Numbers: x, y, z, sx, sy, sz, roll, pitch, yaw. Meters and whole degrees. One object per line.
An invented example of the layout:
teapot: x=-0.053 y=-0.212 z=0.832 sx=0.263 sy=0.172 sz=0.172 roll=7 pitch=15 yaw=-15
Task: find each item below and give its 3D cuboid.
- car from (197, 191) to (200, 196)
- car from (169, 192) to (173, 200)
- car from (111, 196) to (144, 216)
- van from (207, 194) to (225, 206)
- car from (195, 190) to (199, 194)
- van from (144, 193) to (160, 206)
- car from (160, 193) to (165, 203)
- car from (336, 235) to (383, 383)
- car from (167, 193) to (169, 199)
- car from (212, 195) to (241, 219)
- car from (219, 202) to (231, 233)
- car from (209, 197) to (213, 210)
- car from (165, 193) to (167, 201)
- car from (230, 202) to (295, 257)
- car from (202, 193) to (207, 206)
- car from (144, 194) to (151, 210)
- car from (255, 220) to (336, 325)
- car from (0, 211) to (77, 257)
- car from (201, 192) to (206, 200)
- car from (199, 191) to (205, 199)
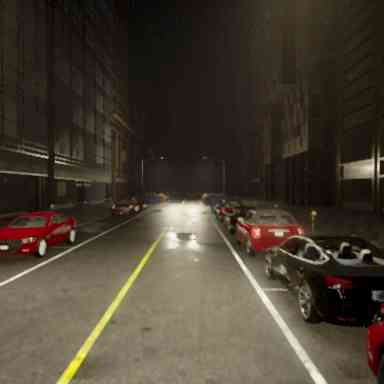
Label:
car: x=2.730 y=0.919 z=79.692 sx=1.887 sy=1.381 sz=4.507 roll=0 pitch=0 yaw=0
car: x=-5.794 y=0.859 z=74.080 sx=1.967 sy=1.590 sz=4.097 roll=0 pitch=0 yaw=0
car: x=-5.777 y=1.209 z=29.263 sx=1.967 sy=1.590 sz=4.097 roll=0 pitch=0 yaw=0
van: x=2.746 y=1.065 z=34.877 sx=1.690 sy=1.788 sz=3.998 roll=0 pitch=0 yaw=0
car: x=2.725 y=0.602 z=90.894 sx=2.192 sy=1.841 sz=5.009 roll=0 pitch=0 yaw=0
van: x=-5.783 y=0.978 z=46.069 sx=1.690 sy=1.788 sz=3.998 roll=0 pitch=0 yaw=0
car: x=-5.785 y=1.138 z=51.672 sx=1.887 sy=1.381 sz=4.507 roll=0 pitch=0 yaw=0
car: x=2.759 y=1.304 z=1.268 sx=2.192 sy=1.841 sz=5.009 roll=0 pitch=0 yaw=0
car: x=-5.789 y=1.033 z=62.706 sx=1.752 sy=1.417 sz=4.829 roll=0 pitch=0 yaw=0
car: x=2.751 y=1.252 z=23.675 sx=1.967 sy=1.590 sz=4.097 roll=0 pitch=0 yaw=0
car: x=2.753 y=1.422 z=18.074 sx=1.947 sy=1.339 sz=4.313 roll=0 pitch=0 yaw=0
car: x=2.749 y=1.350 z=29.278 sx=1.802 sy=1.307 sz=4.206 roll=0 pitch=0 yaw=0
car: x=-5.787 y=1.094 z=57.274 sx=1.887 sy=1.381 sz=4.507 roll=0 pitch=0 yaw=0
car: x=2.755 y=1.340 z=12.472 sx=1.967 sy=1.590 sz=4.097 roll=0 pitch=0 yaw=0
car: x=2.743 y=1.181 z=46.082 sx=1.887 sy=1.381 sz=4.507 roll=0 pitch=0 yaw=0
car: x=-5.778 y=1.270 z=34.865 sx=1.887 sy=1.381 sz=4.507 roll=0 pitch=0 yaw=0
car: x=2.758 y=1.510 z=6.871 sx=1.947 sy=1.339 sz=4.313 roll=0 pitch=0 yaw=0
car: x=-5.770 y=1.446 z=12.458 sx=1.887 sy=1.381 sz=4.507 roll=0 pitch=0 yaw=0
car: x=2.740 y=1.137 z=51.684 sx=1.887 sy=1.381 sz=4.507 roll=0 pitch=0 yaw=0
car: x=2.738 y=0.989 z=57.285 sx=1.967 sy=1.590 sz=4.097 roll=0 pitch=0 yaw=0
